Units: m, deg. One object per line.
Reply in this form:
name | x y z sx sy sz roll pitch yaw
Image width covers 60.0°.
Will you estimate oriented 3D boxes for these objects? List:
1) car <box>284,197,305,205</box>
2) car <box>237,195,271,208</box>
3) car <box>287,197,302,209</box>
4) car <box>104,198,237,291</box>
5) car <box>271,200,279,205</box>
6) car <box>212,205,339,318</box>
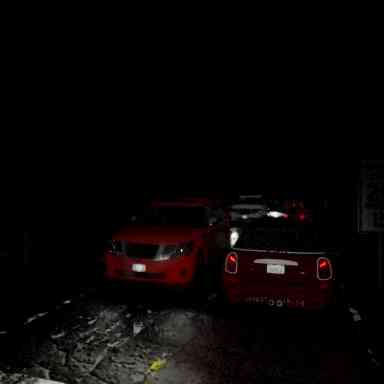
car | 11.239 1.377 36.567 2.097 1.767 4.553 0 0 18
car | 4.137 1.240 23.716 2.150 2.045 5.566 0 0 17
car | 14.241 1.508 46.212 1.882 1.535 5.008 0 0 18
car | -0.299 1.228 9.567 2.150 2.045 5.566 0 0 17
car | 9.420 1.628 40.166 1.895 1.301 4.718 0 0 18
car | 2.090 1.357 7.788 2.097 1.767 4.553 0 0 18
